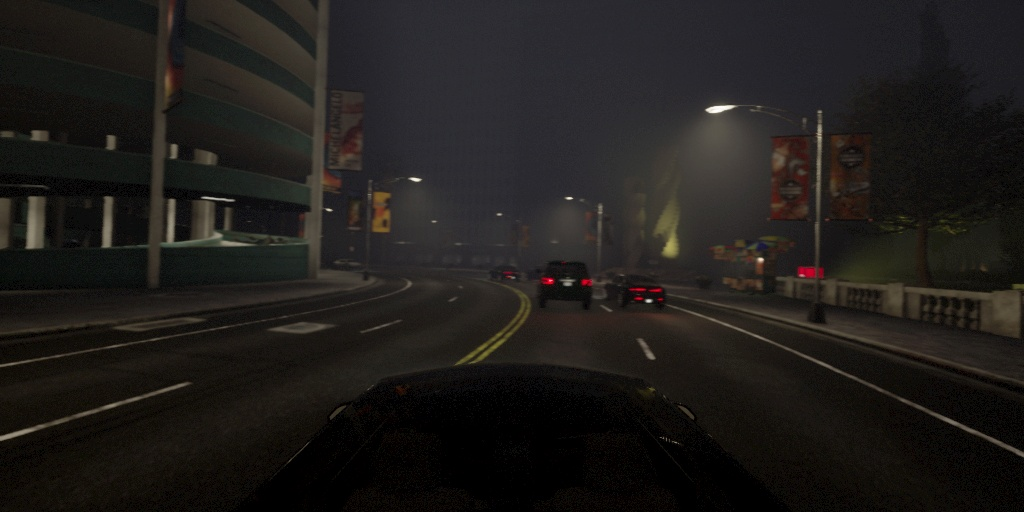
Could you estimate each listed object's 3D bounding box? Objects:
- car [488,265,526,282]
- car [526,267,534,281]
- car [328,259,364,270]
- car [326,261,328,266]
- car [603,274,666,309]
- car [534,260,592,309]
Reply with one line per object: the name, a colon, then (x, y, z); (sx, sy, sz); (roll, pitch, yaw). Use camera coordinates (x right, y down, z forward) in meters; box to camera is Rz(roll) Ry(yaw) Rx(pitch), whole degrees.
car: (-0.775, 1.591, 33.239); (1.837, 1.490, 4.892); (3, 0, -21)
car: (2.830, 1.553, 33.524); (2.097, 1.767, 4.553); (2, -1, -20)
car: (-21.437, 1.108, 46.906); (4.674, 1.442, 1.812); (1, -1, 30)
car: (-24.751, 1.088, 52.495); (5.357, 1.411, 2.033); (2, -1, 23)
car: (5.731, 1.615, 17.267); (1.837, 1.490, 4.892); (2, 0, 1)
car: (2.317, 1.219, 16.838); (2.150, 2.045, 5.566); (2, 0, 2)
